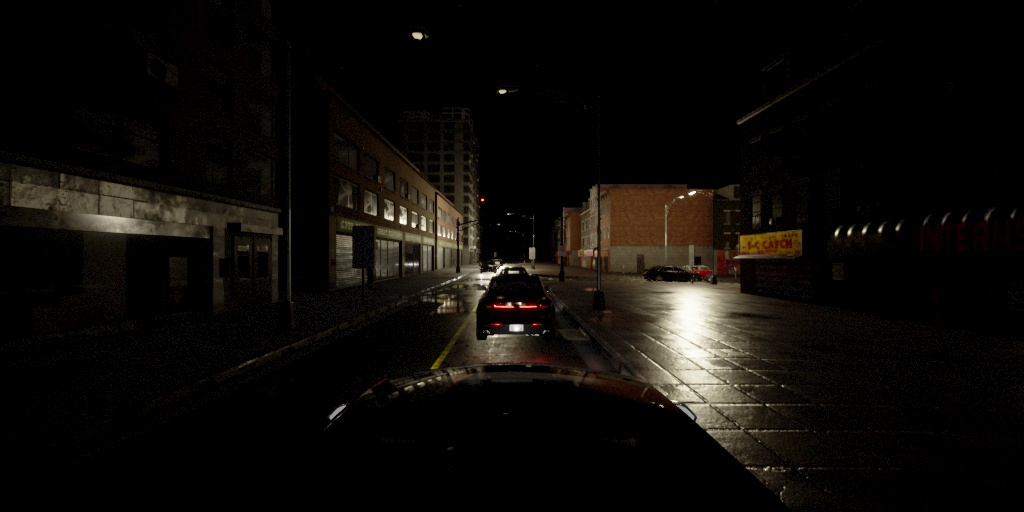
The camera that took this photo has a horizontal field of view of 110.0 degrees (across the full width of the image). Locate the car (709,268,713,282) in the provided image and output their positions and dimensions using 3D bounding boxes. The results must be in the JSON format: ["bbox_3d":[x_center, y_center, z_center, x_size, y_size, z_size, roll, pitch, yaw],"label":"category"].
[{"bbox_3d":[16.336,1.571,33.113,4.097,1.591,1.967,0,0,0],"label":"car"}]

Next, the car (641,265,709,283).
[{"bbox_3d":[13.533,1.567,30.361,4.892,1.490,1.837,1,0,0],"label":"car"}]

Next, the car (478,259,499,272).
[{"bbox_3d":[-2.687,1.252,40.742,1.837,1.490,4.892,0,0,-3],"label":"car"}]

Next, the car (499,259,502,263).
[{"bbox_3d":[-2.882,1.266,56.384,1.812,1.442,4.674,0,0,0],"label":"car"}]

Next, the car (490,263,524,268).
[{"bbox_3d":[0.095,1.297,19.527,2.033,1.411,5.357,0,0,0],"label":"car"}]

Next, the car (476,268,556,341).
[{"bbox_3d":[0.086,1.255,9.916,1.837,1.490,4.892,0,0,0],"label":"car"}]
